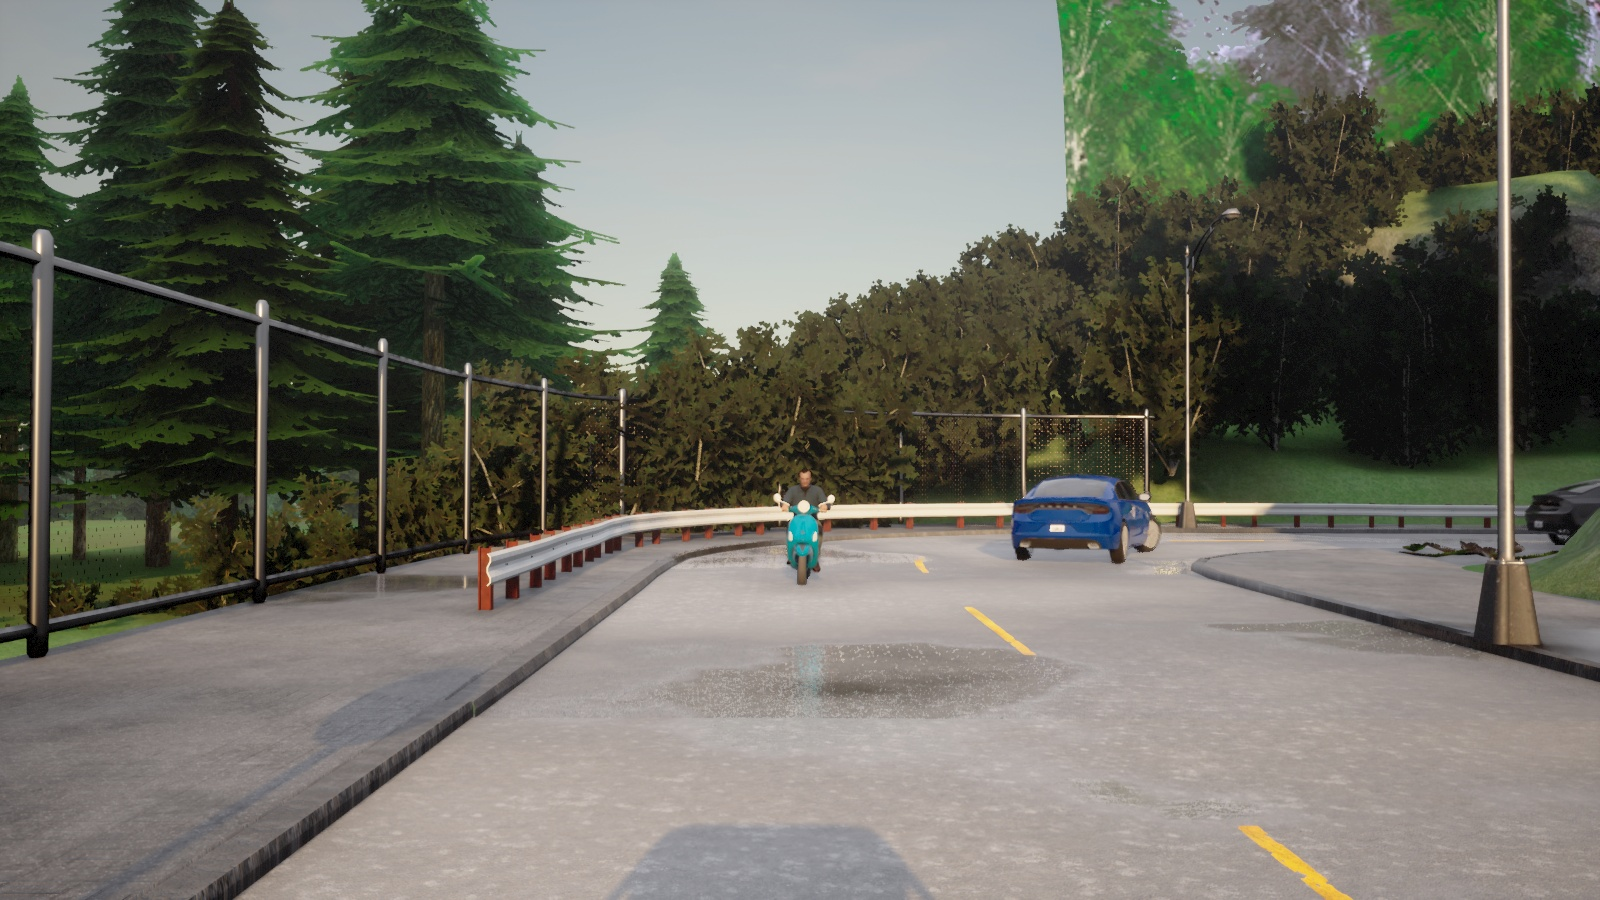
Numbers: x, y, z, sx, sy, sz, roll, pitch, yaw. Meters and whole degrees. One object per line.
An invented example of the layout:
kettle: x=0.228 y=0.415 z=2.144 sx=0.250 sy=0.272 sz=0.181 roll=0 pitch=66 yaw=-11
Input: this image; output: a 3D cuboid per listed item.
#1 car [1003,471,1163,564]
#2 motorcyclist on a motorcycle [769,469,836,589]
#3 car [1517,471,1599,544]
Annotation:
car: x=5.398 y=1.165 z=23.418 sx=1.882 sy=1.535 sz=5.008 roll=-1 pitch=-1 yaw=25
motorcyclist on a motorcycle: x=0.063 y=1.064 z=17.655 sx=0.866 sy=1.590 sz=1.817 roll=0 pitch=-1 yaw=2
car: x=18.174 y=1.193 z=26.628 sx=4.892 sy=1.490 sz=1.837 roll=0 pitch=-1 yaw=0
